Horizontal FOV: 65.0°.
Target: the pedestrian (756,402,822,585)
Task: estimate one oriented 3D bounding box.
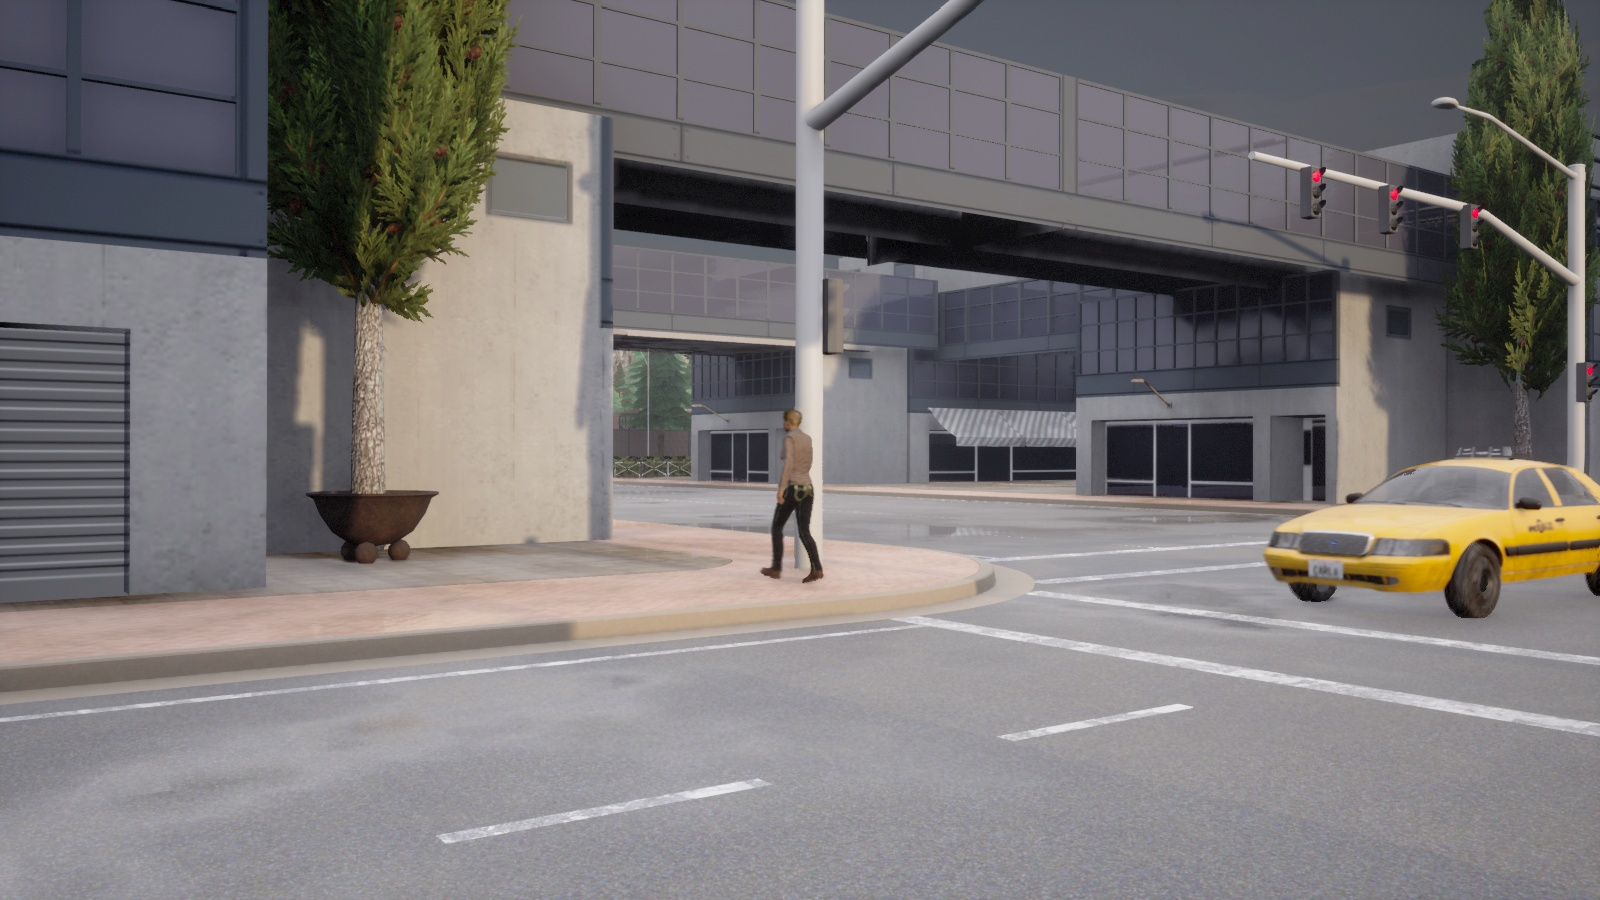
[{"bbox_3d":[-0.118,0.435,13.014,0.634,1.846,0.331,0,0,44],"label":"pedestrian"}]

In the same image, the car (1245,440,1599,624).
[{"bbox_3d":[7.007,0.701,13.036,5.366,1.575,1.801,0,0,-36],"label":"car"}]
